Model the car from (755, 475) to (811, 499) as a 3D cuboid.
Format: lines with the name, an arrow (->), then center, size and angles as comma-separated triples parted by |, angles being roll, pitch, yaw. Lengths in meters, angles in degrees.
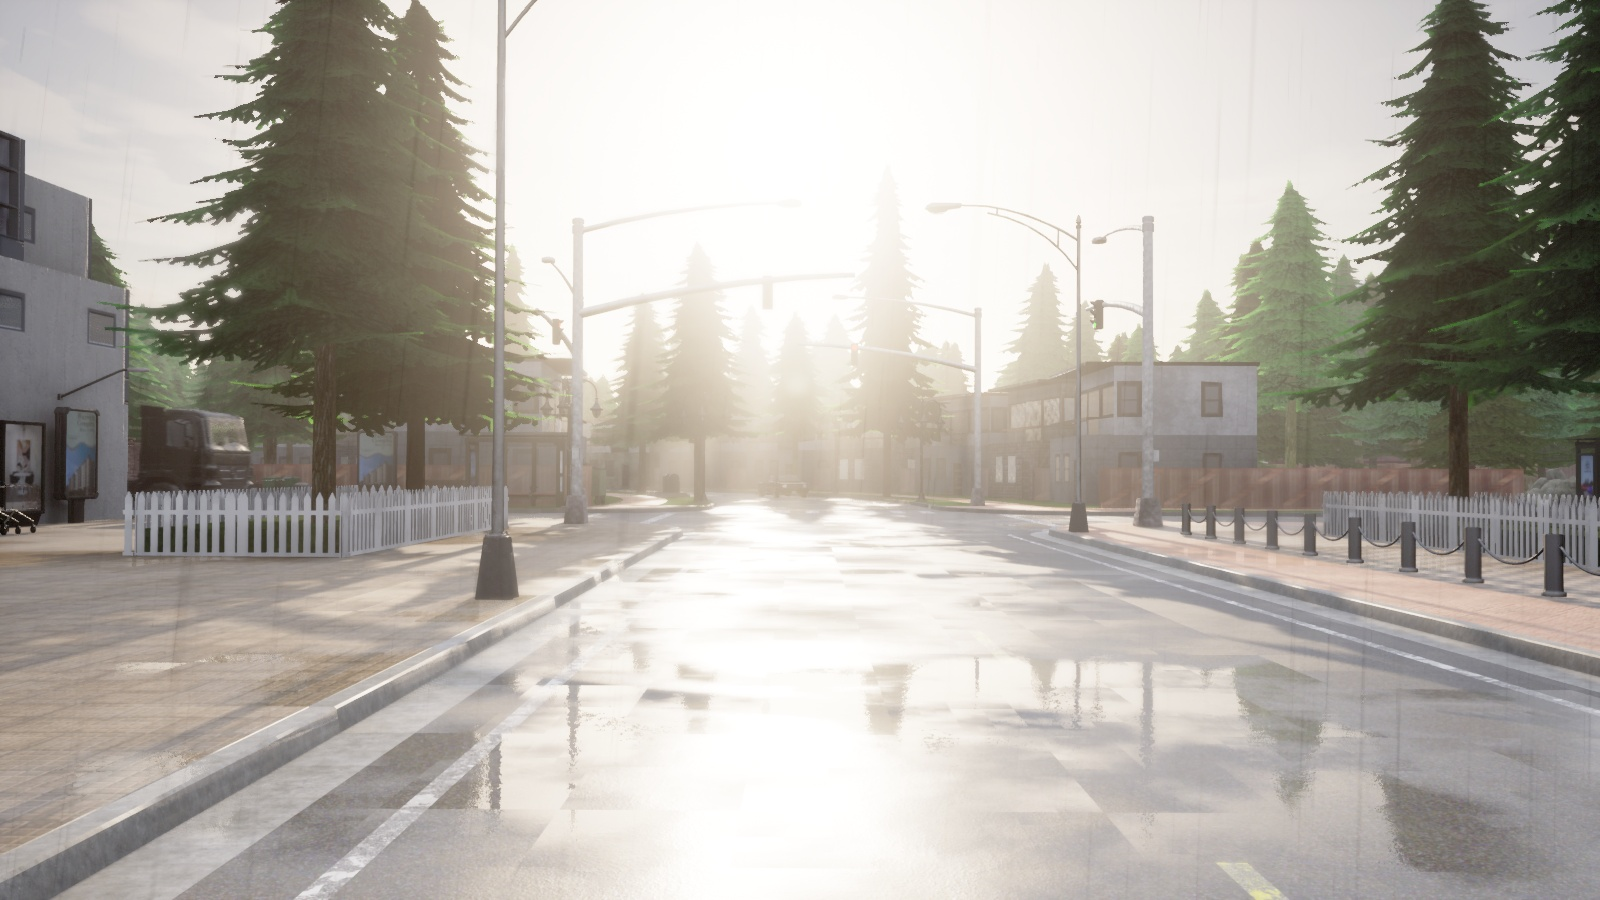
car -> -1.021, 2.099, 72.513 | 1.895, 1.301, 4.718 | 0, -1, -18

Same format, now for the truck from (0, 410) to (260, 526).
truck -> -21.441, 0.560, 39.199 | 7.936, 3.462, 2.891 | 0, -1, 2
